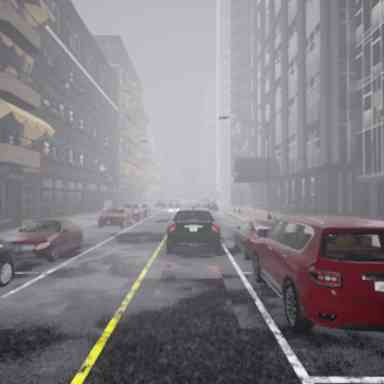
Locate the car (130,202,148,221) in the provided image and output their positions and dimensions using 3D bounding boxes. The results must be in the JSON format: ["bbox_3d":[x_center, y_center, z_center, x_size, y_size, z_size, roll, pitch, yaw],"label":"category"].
[{"bbox_3d":[-5.302,1.642,28.969,1.967,1.590,4.097,1,0,0],"label":"car"}]

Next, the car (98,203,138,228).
[{"bbox_3d":[-5.304,1.706,23.433,1.887,1.381,4.507,1,0,0],"label":"car"}]

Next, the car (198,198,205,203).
[{"bbox_3d":[2.586,2.246,90.037,1.752,1.417,4.829,0,-1,0],"label":"car"}]

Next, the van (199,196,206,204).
[{"bbox_3d":[2.587,2.008,84.333,1.690,1.788,3.998,0,-1,0],"label":"van"}]

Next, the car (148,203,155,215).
[{"bbox_3d":[-5.302,1.788,34.505,1.887,1.381,4.507,0,0,0],"label":"car"}]

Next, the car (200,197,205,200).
[{"bbox_3d":[2.580,1.903,51.288,1.752,1.417,4.829,0,0,0],"label":"car"}]

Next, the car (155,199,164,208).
[{"bbox_3d":[-5.298,1.862,56.648,1.967,1.590,4.097,0,0,0],"label":"car"}]

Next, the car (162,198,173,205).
[{"bbox_3d":[-5.296,2.116,73.256,2.008,1.369,4.403,0,0,0],"label":"car"}]

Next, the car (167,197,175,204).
[{"bbox_3d":[-5.294,2.107,84.327,1.967,1.590,4.097,0,-1,0],"label":"car"}]

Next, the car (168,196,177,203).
[{"bbox_3d":[-5.293,2.034,89.864,2.192,1.841,5.009,0,-1,0],"label":"car"}]

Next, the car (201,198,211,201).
[{"bbox_3d":[2.579,1.896,45.582,1.947,1.339,4.313,0,0,0],"label":"car"}]

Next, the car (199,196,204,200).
[{"bbox_3d":[2.762,1.944,64.455,1.801,1.575,5.366,0,0,0],"label":"car"}]

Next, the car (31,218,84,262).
[{"bbox_3d":[-5.306,1.666,12.361,1.802,1.307,4.206,1,0,0],"label":"car"}]

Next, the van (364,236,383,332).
[{"bbox_3d":[2.575,1.351,1.299,1.690,1.788,3.998,1,0,0],"label":"van"}]

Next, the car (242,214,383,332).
[{"bbox_3d":[2.576,1.362,6.835,2.192,1.841,5.009,1,0,0],"label":"car"}]

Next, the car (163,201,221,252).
[{"bbox_3d":[0.073,1.450,14.554,2.097,1.767,4.553,0,-1,0],"label":"car"}]

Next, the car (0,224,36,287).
[{"bbox_3d":[-5.307,1.597,6.825,2.008,1.369,4.403,1,0,0],"label":"car"}]

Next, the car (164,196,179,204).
[{"bbox_3d":[-2.809,1.894,54.130,2.128,1.511,4.902,0,-1,0],"label":"car"}]

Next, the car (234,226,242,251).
[{"bbox_3d":[2.574,1.666,12.369,1.802,1.307,4.206,0,0,0],"label":"car"}]
